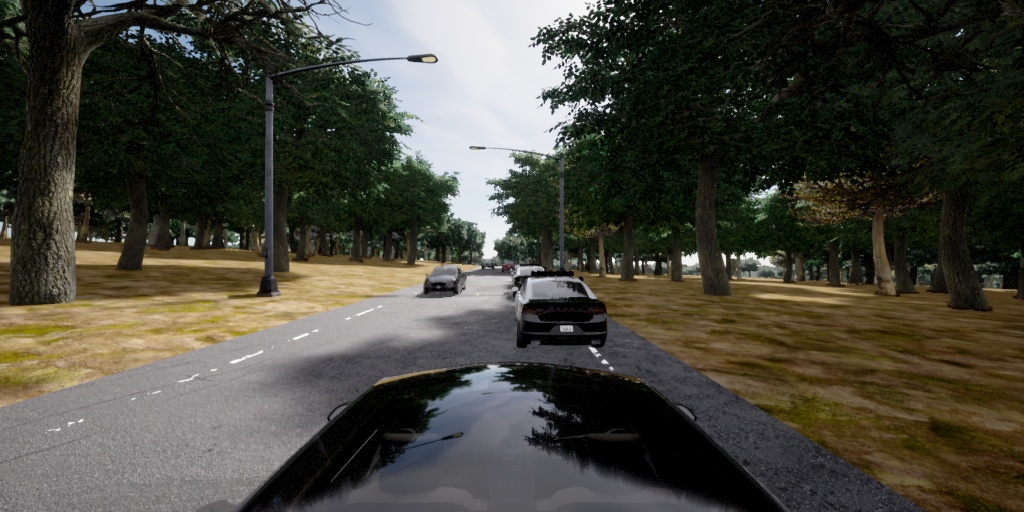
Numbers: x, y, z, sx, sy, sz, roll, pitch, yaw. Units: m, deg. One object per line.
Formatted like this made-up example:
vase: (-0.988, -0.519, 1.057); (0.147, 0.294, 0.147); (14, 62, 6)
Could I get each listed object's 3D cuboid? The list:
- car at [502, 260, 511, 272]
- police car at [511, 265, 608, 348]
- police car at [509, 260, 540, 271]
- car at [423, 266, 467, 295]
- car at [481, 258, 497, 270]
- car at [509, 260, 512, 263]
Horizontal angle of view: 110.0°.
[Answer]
car: (-0.410, 1.406, 51.681); (2.097, 1.767, 4.553); (0, -1, -1)
police car: (1.035, 1.191, 9.438); (1.930, 1.638, 5.238); (0, 0, 0)
police car: (0.970, 1.221, 19.451); (1.930, 1.638, 5.238); (-1, 0, 0)
car: (-3.679, 1.316, 20.281); (1.837, 1.490, 4.892); (0, 0, 0)
car: (-4.269, 1.402, 63.407); (2.150, 2.045, 5.566); (0, -1, -1)
car: (0.911, 1.298, 25.353); (1.882, 1.535, 5.008); (-2, 0, -1)
